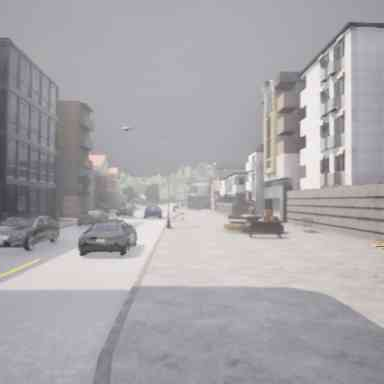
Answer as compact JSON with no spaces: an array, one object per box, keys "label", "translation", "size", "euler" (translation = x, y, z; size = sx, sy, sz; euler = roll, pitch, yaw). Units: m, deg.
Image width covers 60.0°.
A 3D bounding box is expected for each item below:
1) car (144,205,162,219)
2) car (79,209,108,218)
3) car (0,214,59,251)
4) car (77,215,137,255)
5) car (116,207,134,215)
[{"label":"car","translation":[-4.972,2.455,42.838],"size":[2.097,1.767,4.553],"euler":[1,-2,-2]},{"label":"car","translation":[-8.497,2.219,28.874],"size":[1.812,1.442,4.674],"euler":[1,-2,-3]},{"label":"car","translation":[-7.929,1.844,15.922],"size":[2.128,1.511,4.902],"euler":[1,-2,-3]},{"label":"car","translation":[-3.686,1.938,15.079],"size":[1.994,1.385,4.181],"euler":[1,-2,-3]},{"label":"car","translation":[-9.175,2.706,45.805],"size":[1.994,1.385,4.181],"euler":[1,-2,-3]}]
